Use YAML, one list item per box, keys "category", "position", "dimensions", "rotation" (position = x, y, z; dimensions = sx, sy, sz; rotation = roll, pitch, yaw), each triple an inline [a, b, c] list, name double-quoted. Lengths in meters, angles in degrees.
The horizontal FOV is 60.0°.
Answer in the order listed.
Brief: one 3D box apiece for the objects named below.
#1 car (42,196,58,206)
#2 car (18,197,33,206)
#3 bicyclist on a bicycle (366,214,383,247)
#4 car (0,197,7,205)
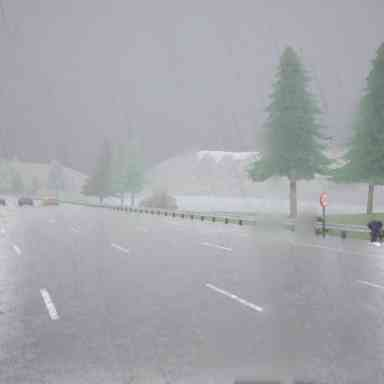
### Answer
- category: "car"
  position: [-23.640, 1.478, 55.371]
  dimensions: [1.882, 1.535, 5.008]
  rotation: [0, 0, -33]
- category: "car"
  position: [-27.542, 1.491, 54.965]
  dimensions: [2.128, 1.511, 4.902]
  rotation: [0, 0, -33]
- category: "bicyclist on a bicycle"
  position: [7.780, 1.730, 14.067]
  dimensions: [0.582, 1.656, 1.620]
  rotation: [0, 1, 42]
- category: "car"
  position: [-32.451, 1.526, 56.119]
  dimensions: [1.812, 1.442, 4.674]
  rotation: [0, 0, -32]
